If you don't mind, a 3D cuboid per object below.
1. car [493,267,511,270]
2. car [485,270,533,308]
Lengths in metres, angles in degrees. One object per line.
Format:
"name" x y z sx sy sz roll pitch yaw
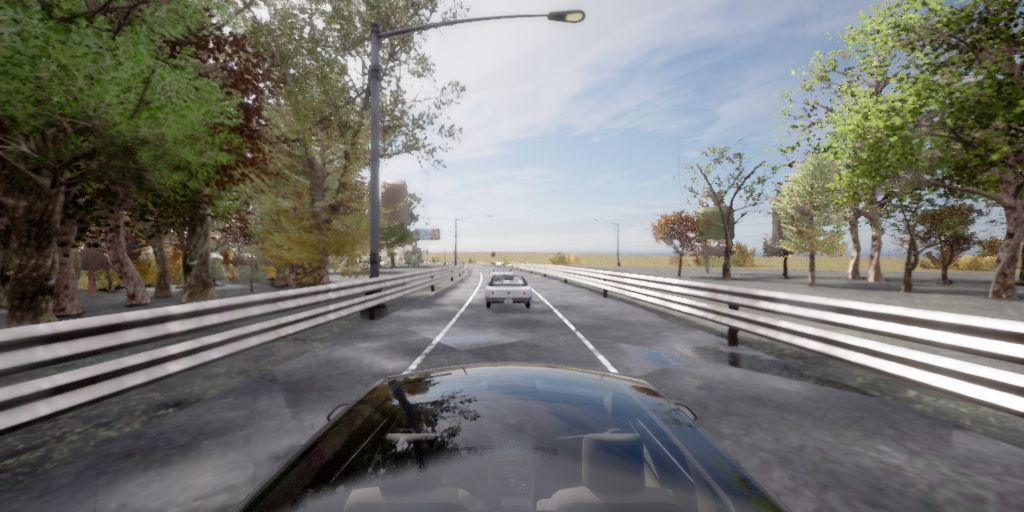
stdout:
"car" -0.895 1.629 31.083 1.895 1.301 4.718 0 -1 -4
"car" -0.193 1.485 16.037 1.895 1.301 4.718 0 -1 -2
